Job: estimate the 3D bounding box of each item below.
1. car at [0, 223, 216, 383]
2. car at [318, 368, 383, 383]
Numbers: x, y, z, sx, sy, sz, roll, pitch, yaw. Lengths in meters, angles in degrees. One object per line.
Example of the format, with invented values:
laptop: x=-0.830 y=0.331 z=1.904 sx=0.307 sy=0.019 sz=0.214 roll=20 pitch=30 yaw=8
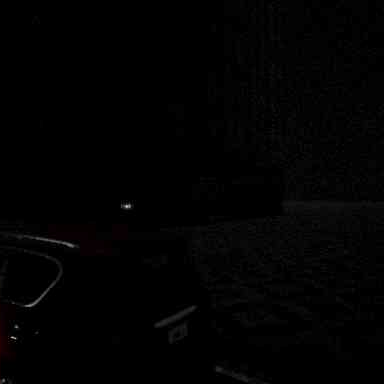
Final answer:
car: x=-2.068 y=1.349 z=4.327 sx=5.009 sy=1.841 sz=2.192 roll=-1 pitch=0 yaw=36
car: x=2.522 y=1.532 z=1.047 sx=4.507 sy=1.381 sz=1.887 roll=-1 pitch=0 yaw=36
